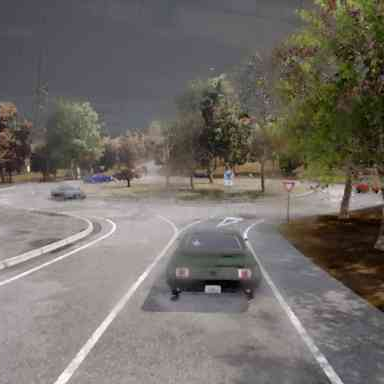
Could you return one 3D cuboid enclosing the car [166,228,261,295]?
[{"bbox_3d":[0.529,1.592,8.673,1.895,1.301,4.718,0,0,3],"label":"car"}]

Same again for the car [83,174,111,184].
[{"bbox_3d":[-15.495,-2.177,54.224,1.882,1.535,5.008,3,6,33],"label":"car"}]

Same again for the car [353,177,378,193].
[{"bbox_3d":[20.517,-0.974,39.397,2.097,1.767,4.553,2,6,19],"label":"car"}]

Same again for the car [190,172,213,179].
[{"bbox_3d":[1.880,-3.392,67.791,4.718,1.301,1.895,3,6,26],"label":"car"}]

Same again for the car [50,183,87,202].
[{"bbox_3d":[-12.010,0.077,32.053,4.181,1.385,1.994,6,8,44],"label":"car"}]
